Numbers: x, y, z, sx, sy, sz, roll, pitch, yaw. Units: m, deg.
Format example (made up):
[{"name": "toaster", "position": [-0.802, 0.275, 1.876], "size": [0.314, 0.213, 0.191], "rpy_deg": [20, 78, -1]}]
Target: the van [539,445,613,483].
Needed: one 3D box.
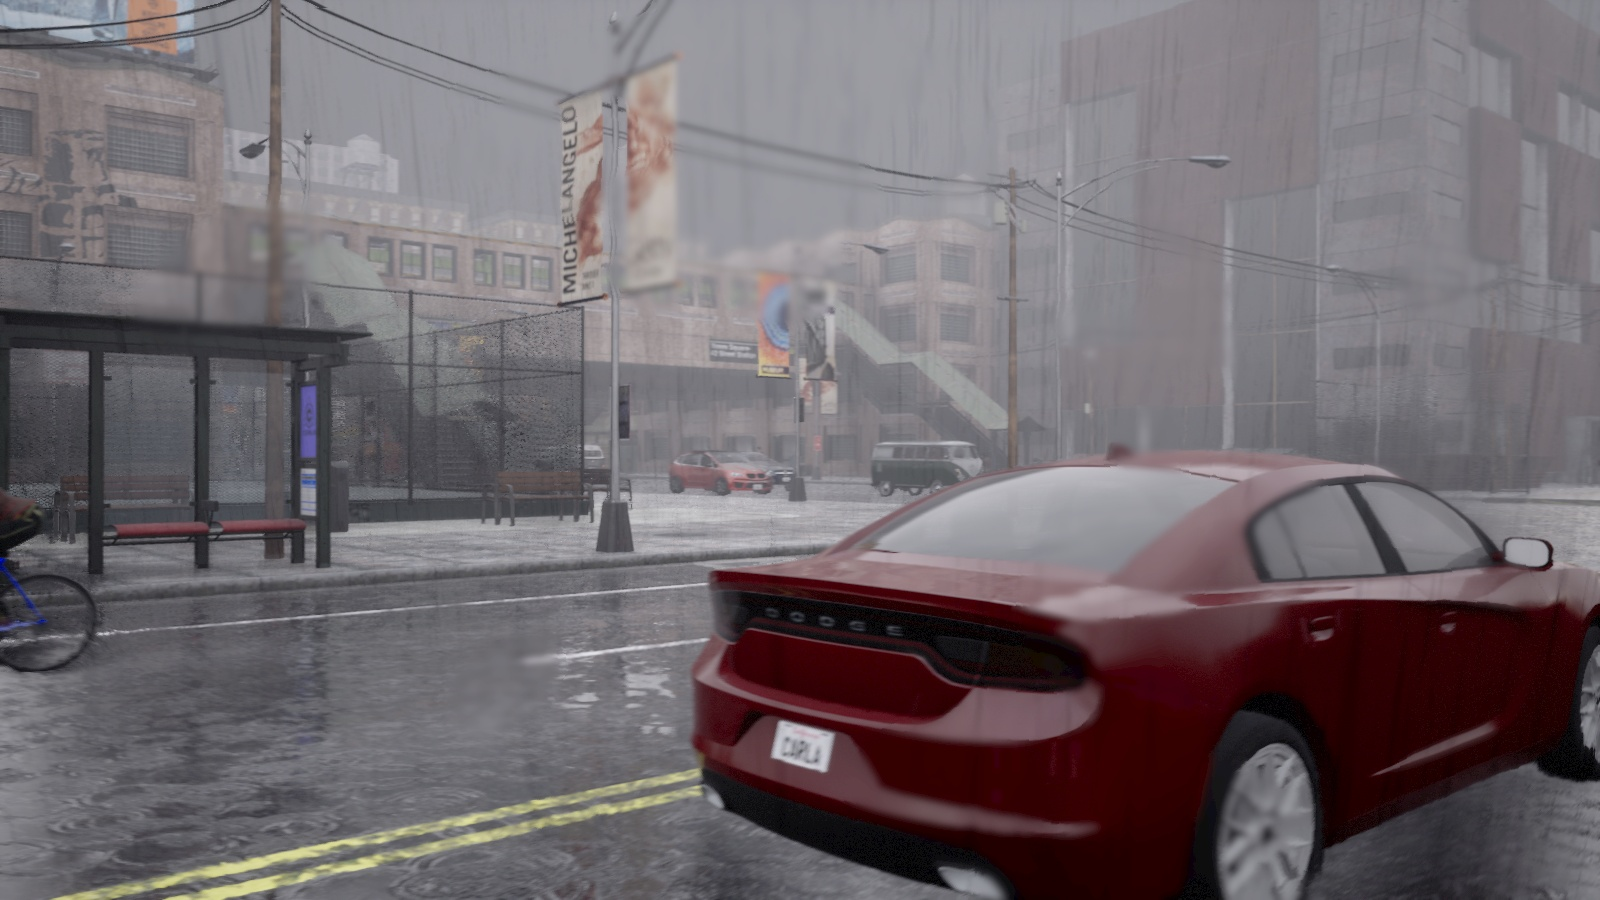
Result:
[{"name": "van", "position": [-12.454, 0.765, 69.652], "size": [2.069, 2.038, 4.480], "rpy_deg": [0, 0, -40]}]

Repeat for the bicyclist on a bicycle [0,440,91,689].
[{"name": "bicyclist on a bicycle", "position": [-5.632, 0.746, 8.193], "size": [1.656, 1.620, 0.582], "rpy_deg": [0, 0, -41]}]

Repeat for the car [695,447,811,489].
[{"name": "car", "position": [-2.002, 0.722, 51.788], "size": [2.152, 1.651, 5.027], "rpy_deg": [0, 0, -40]}]

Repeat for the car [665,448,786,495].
[{"name": "car", "position": [-2.868, 0.774, 47.395], "size": [2.242, 1.667, 4.611], "rpy_deg": [0, 0, -40]}]

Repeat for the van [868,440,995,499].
[{"name": "van", "position": [4.560, 0.644, 44.071], "size": [1.775, 1.987, 4.442], "rpy_deg": [0, 0, -40]}]

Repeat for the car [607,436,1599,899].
[{"name": "car", "position": [1.826, 0.738, 5.359], "size": [5.008, 1.535, 1.882], "rpy_deg": [0, 0, -41]}]

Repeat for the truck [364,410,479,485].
[{"name": "truck", "position": [-20.826, -0.101, 68.775], "size": [2.891, 3.827, 8.468], "rpy_deg": [0, 0, -40]}]
